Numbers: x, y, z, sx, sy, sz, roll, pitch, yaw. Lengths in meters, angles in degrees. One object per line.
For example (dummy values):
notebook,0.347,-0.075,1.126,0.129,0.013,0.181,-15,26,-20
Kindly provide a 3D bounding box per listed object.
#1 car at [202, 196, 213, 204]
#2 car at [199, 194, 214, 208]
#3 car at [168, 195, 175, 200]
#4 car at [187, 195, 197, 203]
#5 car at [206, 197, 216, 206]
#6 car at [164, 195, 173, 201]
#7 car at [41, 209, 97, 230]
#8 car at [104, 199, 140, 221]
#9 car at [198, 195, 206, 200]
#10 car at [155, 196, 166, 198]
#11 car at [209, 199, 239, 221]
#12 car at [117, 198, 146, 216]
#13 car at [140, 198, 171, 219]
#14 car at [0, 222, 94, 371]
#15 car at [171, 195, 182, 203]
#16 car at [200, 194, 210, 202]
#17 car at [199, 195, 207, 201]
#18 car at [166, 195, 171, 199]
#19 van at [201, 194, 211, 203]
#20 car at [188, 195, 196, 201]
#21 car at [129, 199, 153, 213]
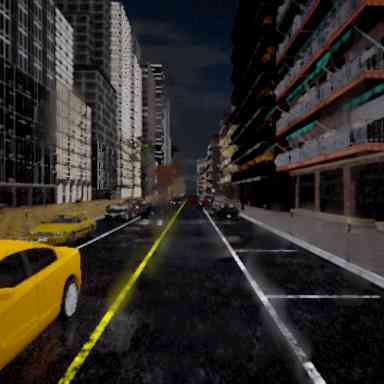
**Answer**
car,2.685,1.484,59.506,1.802,1.307,4.206,0,0,0
car,2.384,1.269,47.078,2.097,1.767,4.553,0,0,0
car,-5.698,1.420,92.701,1.887,1.381,4.507,0,0,0
car,-0.004,1.371,65.377,1.882,1.535,5.008,0,0,0
car,2.688,1.490,31.842,2.008,1.369,4.403,0,0,0
car,-5.697,1.407,81.465,1.752,1.417,4.829,0,0,0
car,-5.691,1.494,15.074,1.752,1.417,4.829,0,0,0
car,-5.692,1.499,26.310,2.008,1.369,4.403,0,0,0
car,2.682,1.427,92.701,2.008,1.369,4.403,0,0,0
car,-5.695,1.433,53.802,1.752,1.417,4.829,0,0,0
car,2.688,1.500,26.309,2.008,1.369,4.403,0,0,0
car,-5.693,1.379,31.842,1.967,1.590,4.097,0,0,0
car,-3.098,1.509,28.112,1.994,1.385,4.181,0,0,0
car,-3.058,1.468,4.415,1.882,1.535,5.008,0,0,0
car,-3.005,1.427,69.276,2.033,1.411,5.357,0,0,0
car,2.684,1.332,70.570,1.967,1.590,4.097,0,0,0
car,2.683,1.433,81.635,2.008,1.369,4.403,0,0,0
car,-5.696,1.478,65.038,1.802,1.307,4.206,0,0,0
van,2.685,1.238,65.037,1.690,1.788,3.998,0,0,0
car,-0.006,1.322,78.931,1.895,1.301,4.718,0,0,0
car,-5.693,1.481,37.374,2.008,1.369,4.403,0,0,0
